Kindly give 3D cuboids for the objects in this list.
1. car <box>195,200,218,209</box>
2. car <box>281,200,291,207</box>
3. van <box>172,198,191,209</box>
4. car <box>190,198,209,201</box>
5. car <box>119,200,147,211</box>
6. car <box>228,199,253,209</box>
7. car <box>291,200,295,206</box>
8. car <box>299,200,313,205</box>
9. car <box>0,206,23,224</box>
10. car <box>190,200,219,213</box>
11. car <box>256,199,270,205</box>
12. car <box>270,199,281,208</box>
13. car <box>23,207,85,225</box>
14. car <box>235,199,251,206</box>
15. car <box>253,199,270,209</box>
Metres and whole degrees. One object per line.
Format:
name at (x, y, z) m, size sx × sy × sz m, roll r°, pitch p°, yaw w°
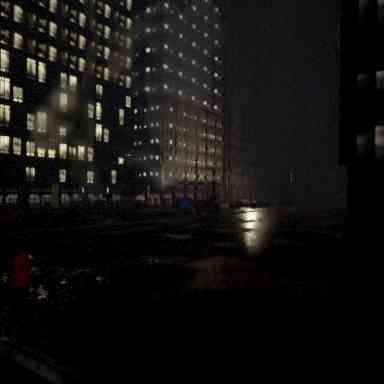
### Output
car at (2.527, 2.108, 56.033) m, size 1.994 × 1.385 × 4.181 m, roll 1°, pitch 0°, yaw 35°
car at (18.140, 2.253, 68.551) m, size 1.967 × 1.590 × 4.097 m, roll 0°, pitch 0°, yaw 35°
van at (-1.613, 1.813, 54.801) m, size 1.690 × 1.788 × 3.998 m, roll 0°, pitch 0°, yaw 35°
car at (2.300, 1.894, 50.354) m, size 2.097 × 1.767 × 4.553 m, roll 1°, pitch 0°, yaw 35°
car at (-8.049, 1.802, 45.534) m, size 1.967 × 1.590 × 4.097 m, roll 0°, pitch 0°, yaw 35°
car at (8.307, 2.192, 59.097) m, size 2.033 × 1.411 × 5.357 m, roll 1°, pitch 0°, yaw 35°
car at (21.357, 2.433, 73.185) m, size 1.947 × 1.339 × 4.313 m, roll 0°, pitch 0°, yaw 35°
car at (27.795, 2.541, 82.454) m, size 1.947 × 1.339 × 4.313 m, roll 0°, pitch 0°, yaw 35°
car at (-15.103, 1.719, 25.387) m, size 1.882 × 1.535 × 5.008 m, roll 1°, pitch 0°, yaw 35°
car at (2.046, 2.105, 45.379) m, size 1.947 × 1.339 × 4.313 m, roll 0°, pitch 0°, yaw 35°
car at (17.692, 2.365, 82.599) m, size 1.947 × 1.339 × 4.313 m, roll 0°, pitch 0°, yaw 35°
car at (14.920, 2.340, 63.917) m, size 1.802 × 1.307 × 4.206 m, roll 0°, pitch 0°, yaw 35°
car at (-10.721, 1.869, 26.770) m, size 2.008 × 1.369 × 4.403 m, roll 0°, pitch 0°, yaw 35°
car at (11.257, 2.273, 73.332) m, size 1.802 × 1.307 × 4.206 m, roll 0°, pitch 0°, yaw 35°
car at (11.702, 2.269, 59.282) m, size 1.947 × 1.339 × 4.313 m, roll 0°, pitch 0°, yaw 35°
